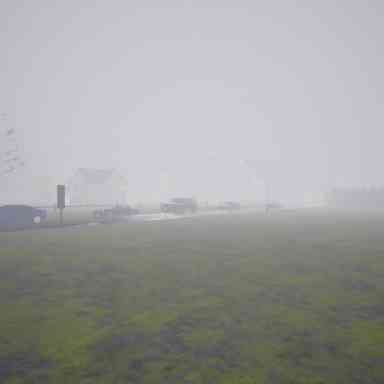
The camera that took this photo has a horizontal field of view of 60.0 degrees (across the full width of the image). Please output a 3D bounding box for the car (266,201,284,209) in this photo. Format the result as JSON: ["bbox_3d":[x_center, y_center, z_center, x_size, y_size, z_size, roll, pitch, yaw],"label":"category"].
[{"bbox_3d":[15.061,2.387,60.269,1.994,1.385,4.181,1,-1,35],"label":"car"}]

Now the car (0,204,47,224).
[{"bbox_3d":[-13.561,1.671,25.125,1.882,1.535,5.008,1,0,35],"label":"car"}]

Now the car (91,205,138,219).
[{"bbox_3d":[-7.679,1.934,33.398,1.895,1.301,4.718,1,0,35],"label":"car"}]

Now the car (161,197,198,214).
[{"bbox_3d":[-1.499,1.698,42.041,2.150,2.045,5.566,1,0,37],"label":"car"}]

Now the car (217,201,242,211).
[{"bbox_3d":[6.041,2.194,52.547,2.033,1.411,5.357,1,0,36],"label":"car"}]
